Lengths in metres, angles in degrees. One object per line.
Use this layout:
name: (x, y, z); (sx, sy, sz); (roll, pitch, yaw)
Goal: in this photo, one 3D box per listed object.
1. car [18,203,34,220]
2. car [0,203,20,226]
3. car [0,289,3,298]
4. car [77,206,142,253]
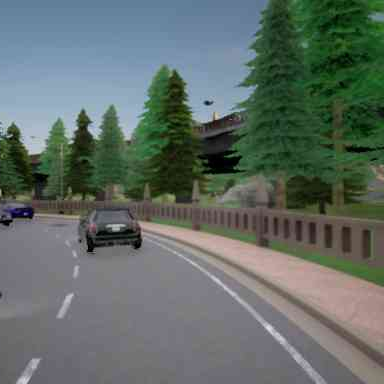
car: (-15.575, 1.668, 28.678); (5.008, 1.535, 1.882); (-1, 0, 37)
car: (-14.651, 1.723, 23.766); (5.357, 1.411, 2.033); (-1, 0, 42)
car: (-3.942, 1.645, 3.520); (1.895, 1.301, 4.718); (-1, 0, -6)
car: (-3.672, 1.406, 14.310); (2.097, 1.767, 4.553); (-1, 0, -23)
